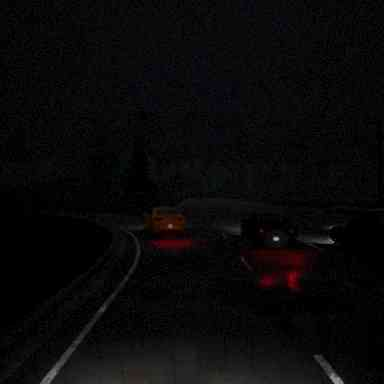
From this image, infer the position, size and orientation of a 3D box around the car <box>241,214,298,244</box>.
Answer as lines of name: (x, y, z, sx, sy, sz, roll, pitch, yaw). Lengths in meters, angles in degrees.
car: (3.600, 1.715, 16.407, 1.895, 1.301, 4.718, 0, 0, 0)

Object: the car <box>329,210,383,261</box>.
car: (7.100, 1.635, 12.528, 2.033, 1.411, 5.357, 0, 0, 0)

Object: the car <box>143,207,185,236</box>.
car: (-1.719, 1.613, 19.435, 1.882, 1.535, 5.008, 0, 0, -14)

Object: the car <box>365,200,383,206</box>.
car: (27.278, 1.855, 47.429, 4.674, 1.442, 1.812, 0, 0, 35)

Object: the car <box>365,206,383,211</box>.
car: (10.600, 1.693, 18.502, 1.994, 1.385, 4.181, 0, 0, 0)
